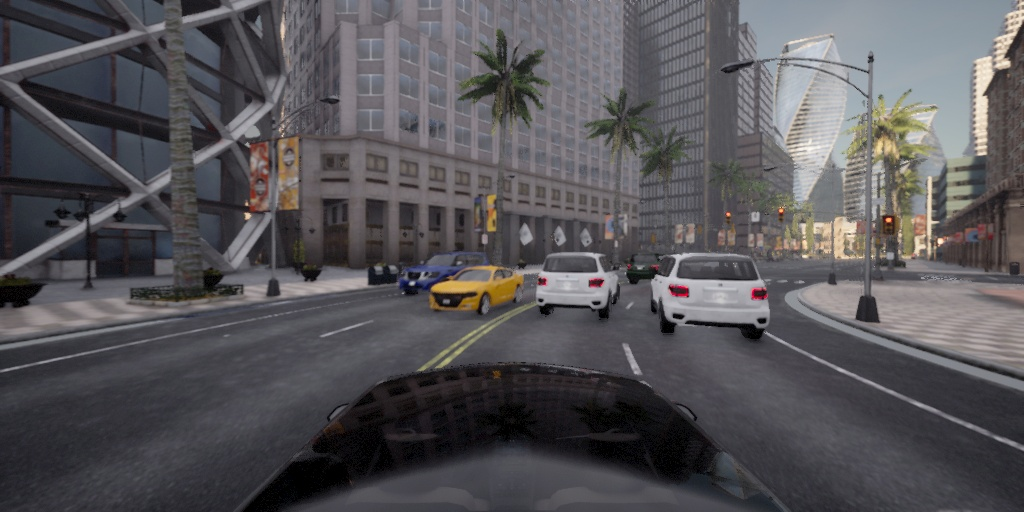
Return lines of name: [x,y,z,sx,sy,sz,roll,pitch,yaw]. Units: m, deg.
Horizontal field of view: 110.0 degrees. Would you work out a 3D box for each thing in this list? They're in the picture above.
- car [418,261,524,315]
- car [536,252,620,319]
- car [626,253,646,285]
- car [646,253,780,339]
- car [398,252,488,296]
car: [-1.116,1.114,13.358,1.882,1.535,5.008,0,0,21]
car: [2.499,0.883,12.705,2.150,2.045,5.566,0,1,20]
car: [9.561,0.816,23.545,2.150,2.045,5.566,1,1,44]
car: [5.230,0.920,10.200,2.150,2.045,5.566,0,1,17]
car: [-3.066,0.808,17.819,2.150,2.045,5.566,0,0,26]
